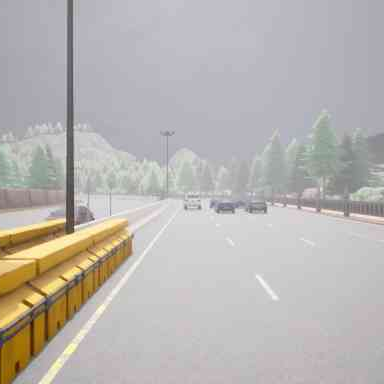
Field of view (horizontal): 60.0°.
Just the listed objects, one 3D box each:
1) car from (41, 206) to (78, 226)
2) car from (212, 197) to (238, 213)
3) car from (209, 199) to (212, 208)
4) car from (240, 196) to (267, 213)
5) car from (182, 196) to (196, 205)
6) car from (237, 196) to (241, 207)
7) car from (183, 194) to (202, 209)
[{"bbox_3d":[-7.080,1.525,19.437,1.812,1.442,4.674,0,0,0],"label":"car"},{"bbox_3d":[3.605,1.478,37.013,1.882,1.535,5.008,0,0,0],"label":"car"},{"bbox_3d":[3.523,1.478,47.485,1.882,1.535,5.008,0,0,0],"label":"car"},{"bbox_3d":[7.073,1.491,37.052,2.128,1.511,4.902,0,0,0],"label":"car"},{"bbox_3d":[-0.529,1.491,58.742,2.128,1.511,4.902,0,0,-5],"label":"car"},{"bbox_3d":[7.015,1.352,46.952,2.097,1.767,4.553,0,0,0],"label":"car"},{"bbox_3d":[0.097,1.221,44.310,2.150,2.045,5.566,0,0,0],"label":"car"}]
